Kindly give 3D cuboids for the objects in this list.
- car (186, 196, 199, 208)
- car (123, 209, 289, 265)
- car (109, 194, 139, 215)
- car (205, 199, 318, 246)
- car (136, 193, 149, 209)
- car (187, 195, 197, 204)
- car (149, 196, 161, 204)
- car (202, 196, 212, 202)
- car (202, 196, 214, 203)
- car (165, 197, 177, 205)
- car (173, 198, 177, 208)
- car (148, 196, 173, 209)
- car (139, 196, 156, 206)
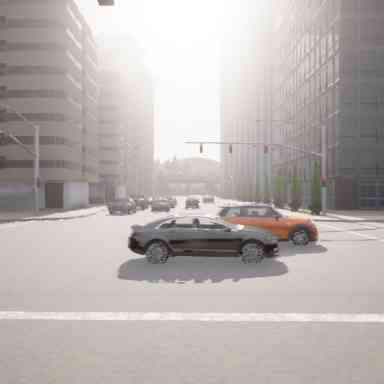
[{"bbox_3d":[0.074,1.477,47.488,1.882,1.535,5.008,0,0,0],"label":"car"},{"bbox_3d":[0.348,1.458,10.909,4.902,1.511,2.128,0,0,0],"label":"car"},{"bbox_3d":[-7.125,1.352,34.442,2.097,1.767,4.553,0,0,0],"label":"car"},{"bbox_3d":[2.989,1.310,14.396,4.553,1.767,2.097,0,0,0],"label":"car"},{"bbox_3d":[-7.129,1.221,44.031,2.150,2.045,5.566,0,0,0],"label":"car"},{"bbox_3d":[-0.048,1.478,66.664,1.882,1.535,5.008,0,0,0],"label":"car"},{"bbox_3d":[-7.092,1.505,64.430,1.837,1.490,4.892,0,0,0],"label":"car"},{"bbox_3d":[3.445,1.528,76.167,1.994,1.385,4.181,0,0,0],"label":"car"},{"bbox_3d":[3.452,1.505,67.500,1.837,1.490,4.892,0,0,0],"label":"car"},{"bbox_3d":[-3.621,1.601,57.913,1.895,1.301,4.718,0,0,0],"label":"car"},{"bbox_3d":[-3.631,1.352,48.144,2.097,1.767,4.553,0,0,0],"label":"car"},{"bbox_3d":[-3.628,1.505,38.940,1.837,1.490,4.892,0,0,0],"label":"car"},{"bbox_3d":[-7.129,1.491,53.990,2.128,1.511,4.902,0,0,0],"label":"car"}]
